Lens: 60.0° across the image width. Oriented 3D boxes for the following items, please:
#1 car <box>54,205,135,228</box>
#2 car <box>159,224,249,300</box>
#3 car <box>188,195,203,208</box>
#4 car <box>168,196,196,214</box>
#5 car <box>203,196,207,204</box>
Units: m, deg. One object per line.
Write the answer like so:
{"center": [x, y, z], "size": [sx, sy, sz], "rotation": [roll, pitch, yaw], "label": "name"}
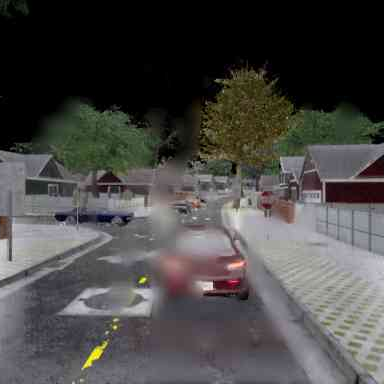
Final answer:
{"center": [-6.130, 1.491, 21.381], "size": [4.718, 1.301, 1.895], "rotation": [1, 1, 0], "label": "car"}
{"center": [0.282, 1.527, 8.293], "size": [1.812, 1.442, 4.674], "rotation": [0, 0, 1], "label": "car"}
{"center": [-0.027, 1.235, 45.541], "size": [2.097, 1.767, 4.553], "rotation": [0, 0, 7], "label": "car"}
{"center": [-1.154, 1.504, 34.910], "size": [2.033, 1.411, 5.357], "rotation": [0, 0, 6], "label": "car"}
{"center": [1.530, 1.395, 57.483], "size": [1.895, 1.301, 4.718], "rotation": [0, 0, 8], "label": "car"}
